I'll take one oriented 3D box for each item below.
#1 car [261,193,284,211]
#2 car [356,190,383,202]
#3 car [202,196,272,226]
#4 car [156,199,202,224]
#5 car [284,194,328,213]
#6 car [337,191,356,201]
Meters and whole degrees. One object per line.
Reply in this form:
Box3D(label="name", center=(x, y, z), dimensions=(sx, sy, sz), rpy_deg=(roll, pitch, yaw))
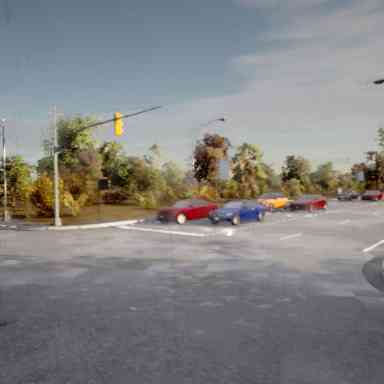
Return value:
Box3D(label="car", center=(7.244, 0.896, 31.306), dimensions=(2.097, 1.767, 4.553), rpy_deg=(-1, 1, 42))
Box3D(label="car", center=(24.304, 0.526, 44.899), dimensions=(1.882, 1.535, 5.008), rpy_deg=(-1, 0, 43))
Box3D(label="car", center=(2.999, 1.253, 21.363), dimensions=(1.812, 1.442, 4.674), rpy_deg=(-1, 1, 42))
Box3D(label="car", center=(-0.261, 1.260, 22.982), dimensions=(1.882, 1.535, 5.008), rpy_deg=(-1, 1, 42))
Box3D(label="car", center=(10.431, 0.968, 29.615), dimensions=(1.882, 1.535, 5.008), rpy_deg=(-1, 1, 42))
Box3D(label="car", center=(22.633, 0.546, 48.252), dimensions=(2.128, 1.511, 4.902), rpy_deg=(-1, 1, 42))
